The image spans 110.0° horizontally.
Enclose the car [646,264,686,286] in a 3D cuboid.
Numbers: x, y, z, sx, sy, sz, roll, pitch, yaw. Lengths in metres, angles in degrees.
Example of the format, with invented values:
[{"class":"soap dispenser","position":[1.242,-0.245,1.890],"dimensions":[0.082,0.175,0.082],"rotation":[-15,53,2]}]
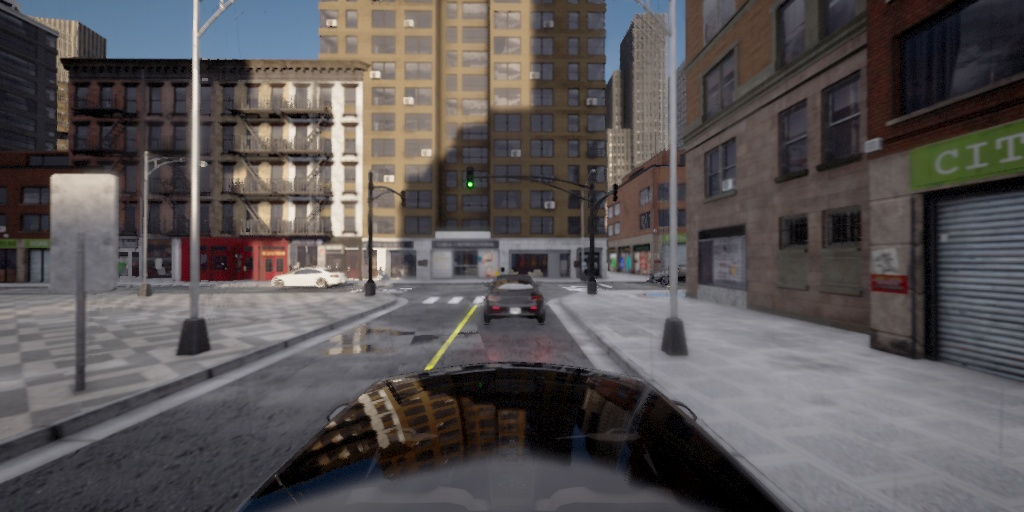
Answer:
[{"class":"car","position":[11.665,1.262,24.693],"dimensions":[4.674,1.442,1.812],"rotation":[-1,0,-2]}]

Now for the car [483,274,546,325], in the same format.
[{"class":"car","position":[0.040,1.318,11.951],"dimensions":[1.812,1.442,4.674],"rotation":[0,0,-1]}]

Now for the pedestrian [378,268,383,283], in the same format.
[{"class":"pedestrian","position":[-10.111,1.093,27.497],"dimensions":[0.375,1.860,0.375],"rotation":[0,0,-1]}]

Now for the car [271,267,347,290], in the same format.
[{"class":"car","position":[-13.661,1.480,24.264],"dimensions":[4.674,1.442,1.812],"rotation":[0,-1,2]}]
